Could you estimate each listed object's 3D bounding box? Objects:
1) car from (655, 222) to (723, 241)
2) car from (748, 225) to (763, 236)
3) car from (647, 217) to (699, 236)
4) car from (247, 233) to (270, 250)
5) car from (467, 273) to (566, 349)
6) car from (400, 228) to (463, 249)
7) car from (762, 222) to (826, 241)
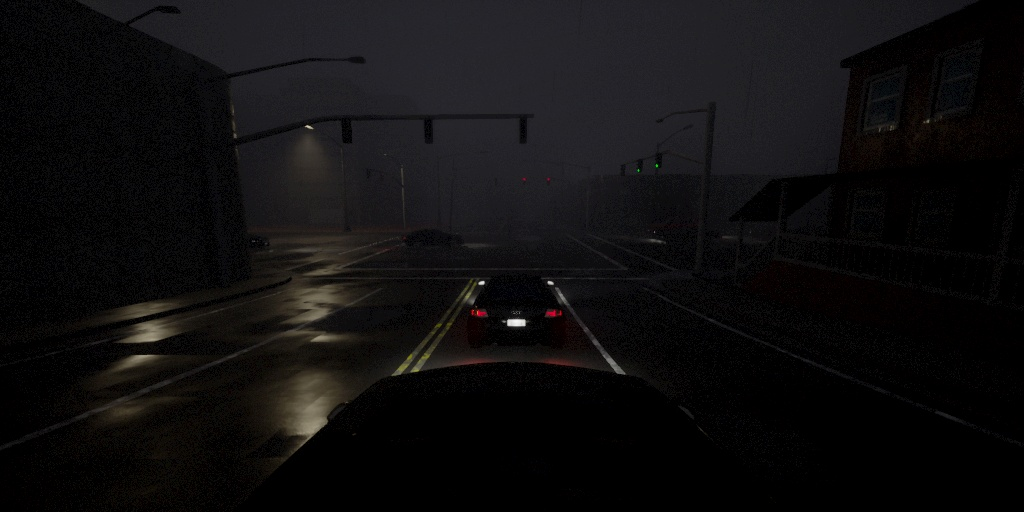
[{"bbox_3d":[16.865,-2.173,33.847,5.357,1.411,2.033,0,8,0],"label":"car"},{"bbox_3d":[27.246,-2.733,37.222,4.902,1.511,2.128,0,8,1],"label":"car"},{"bbox_3d":[17.000,-3.005,37.261,5.566,2.045,2.150,0,8,0],"label":"car"},{"bbox_3d":[-20.970,-1.200,26.978,4.902,1.511,2.128,0,8,0],"label":"car"},{"bbox_3d":[0.099,1.092,8.671,1.994,1.385,4.181,0,3,0],"label":"car"},{"bbox_3d":[-6.388,-1.447,28.722,4.892,1.490,1.837,-4,11,-24],"label":"car"},{"bbox_3d":[26.962,-2.237,33.761,5.008,1.535,1.882,0,8,0],"label":"car"}]
